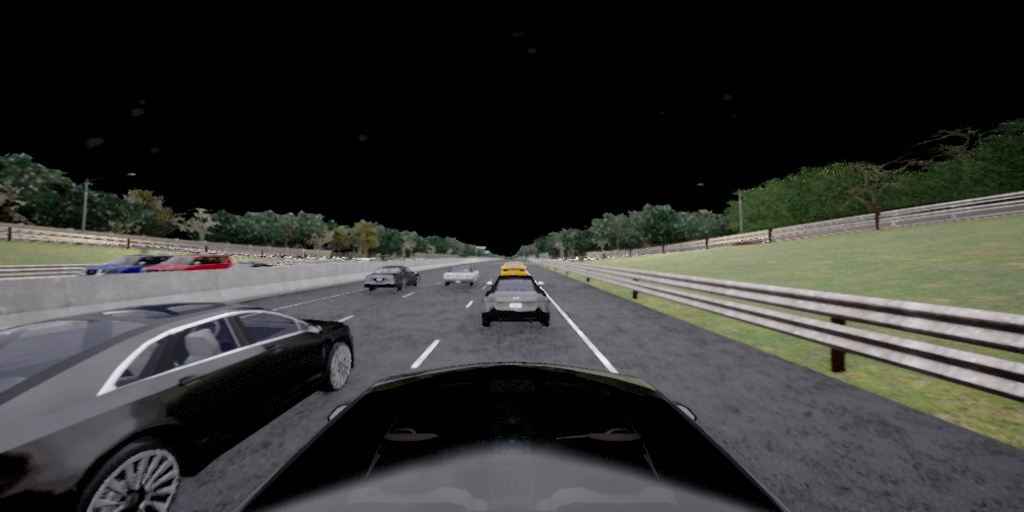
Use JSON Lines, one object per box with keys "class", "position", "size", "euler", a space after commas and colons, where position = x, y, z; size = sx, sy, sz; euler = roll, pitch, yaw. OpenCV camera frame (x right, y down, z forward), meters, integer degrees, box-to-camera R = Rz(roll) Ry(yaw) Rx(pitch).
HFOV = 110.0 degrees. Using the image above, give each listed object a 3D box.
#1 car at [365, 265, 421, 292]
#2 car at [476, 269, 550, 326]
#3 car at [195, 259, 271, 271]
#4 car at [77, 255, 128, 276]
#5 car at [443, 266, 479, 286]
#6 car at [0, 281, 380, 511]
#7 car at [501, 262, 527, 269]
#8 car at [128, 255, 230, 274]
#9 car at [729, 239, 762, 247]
{"class": "car", "position": [-6.879, 1.261, 21.115], "size": [2.033, 1.411, 5.357], "euler": [0, 0, 0]}
{"class": "car", "position": [0.108, 1.295, 11.620], "size": [1.994, 1.385, 4.181], "euler": [0, 0, 0]}
{"class": "car", "position": [-17.566, 1.185, 23.622], "size": [1.882, 1.535, 5.008], "euler": [0, 0, 0]}
{"class": "car", "position": [-24.566, 0.928, 23.608], "size": [2.150, 2.045, 5.566], "euler": [0, 0, 0]}
{"class": "car", "position": [-3.369, 1.308, 24.658], "size": [1.895, 1.301, 4.718], "euler": [0, 0, 0]}
{"class": "car", "position": [-3.411, 1.238, 3.790], "size": [2.128, 1.511, 4.902], "euler": [0, 0, 0]}
{"class": "car", "position": [0.139, 1.179, 28.037], "size": [1.882, 1.535, 5.008], "euler": [0, 0, 0]}
{"class": "car", "position": [-21.066, 0.929, 23.604], "size": [2.150, 2.045, 5.566], "euler": [0, 0, 0]}
{"class": "car", "position": [32.387, -1.676, 49.833], "size": [1.812, 1.442, 4.674], "euler": [0, -3, -9]}
